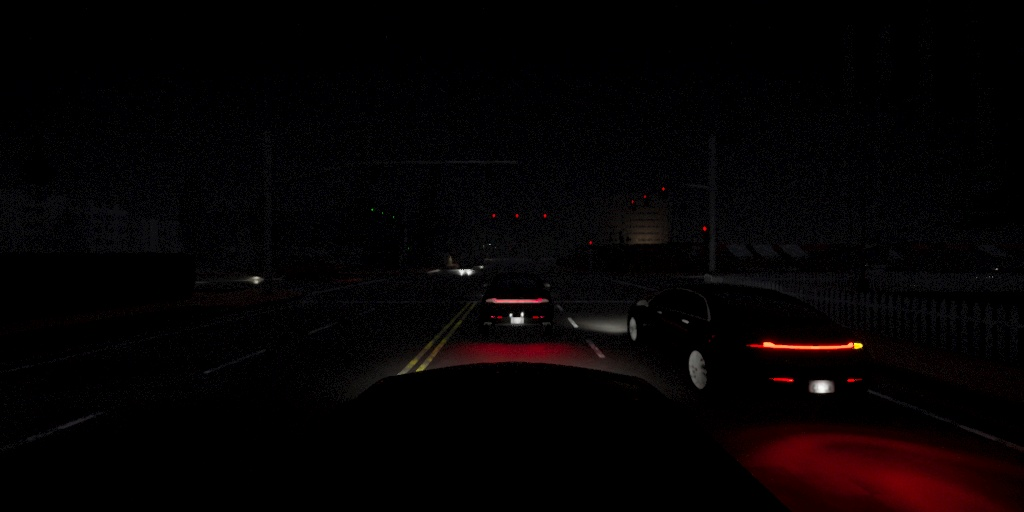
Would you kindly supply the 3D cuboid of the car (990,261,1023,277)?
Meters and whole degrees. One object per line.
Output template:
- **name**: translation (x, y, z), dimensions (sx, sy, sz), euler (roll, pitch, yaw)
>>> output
- **car**: translation (47.066, 1.226, 34.071), dimensions (4.674, 1.442, 1.812), euler (0, 0, -1)

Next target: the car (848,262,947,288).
- **car**: translation (24.371, 1.243, 23.046), dimensions (4.674, 1.442, 1.812), euler (0, 0, -1)

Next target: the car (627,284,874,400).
- **car**: translation (3.592, 1.248, 6.540), dimensions (1.837, 1.490, 4.892), euler (0, 0, 1)

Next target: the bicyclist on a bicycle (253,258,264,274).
- **bicyclist on a bicycle**: translation (-26.142, 1.000, 36.980), dimensions (0.582, 1.620, 1.656), euler (0, 0, -3)

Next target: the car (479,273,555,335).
- **car**: translation (0.139, 1.229, 10.447), dimensions (2.128, 1.511, 4.902), euler (0, 0, 0)

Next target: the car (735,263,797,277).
- **car**: translation (23.763, 1.303, 33.708), dimensions (4.718, 1.301, 1.895), euler (0, 0, -1)

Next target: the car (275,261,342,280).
- **car**: translation (-16.758, 1.187, 29.638), dimensions (5.008, 1.535, 1.882), euler (0, 0, -2)

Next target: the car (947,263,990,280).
- **car**: translation (36.408, 1.254, 30.431), dimensions (5.357, 1.411, 2.033), euler (0, 0, -1)

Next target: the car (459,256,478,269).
- **car**: translation (-6.726, 1.165, 53.460), dimensions (2.128, 1.511, 4.902), euler (0, 0, 1)
